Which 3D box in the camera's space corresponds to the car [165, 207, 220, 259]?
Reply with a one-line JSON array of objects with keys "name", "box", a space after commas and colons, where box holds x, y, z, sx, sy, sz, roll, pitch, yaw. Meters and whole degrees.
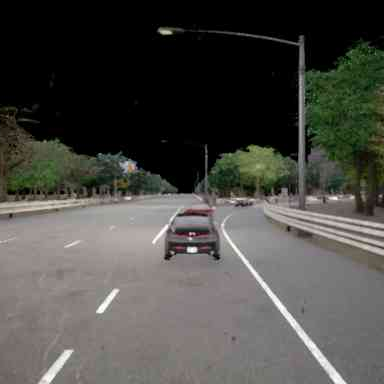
[{"name": "car", "box": [0.016, 1.542, 12.668, 1.837, 1.490, 4.892, 0, 0, 0]}]

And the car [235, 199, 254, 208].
[{"name": "car", "box": [8.124, 1.741, 51.040, 1.895, 1.301, 4.718, 0, 0, 25]}]

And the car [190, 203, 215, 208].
[{"name": "car", "box": [0.706, 1.566, 24.908, 1.882, 1.535, 5.008, 0, 0, 7]}]
